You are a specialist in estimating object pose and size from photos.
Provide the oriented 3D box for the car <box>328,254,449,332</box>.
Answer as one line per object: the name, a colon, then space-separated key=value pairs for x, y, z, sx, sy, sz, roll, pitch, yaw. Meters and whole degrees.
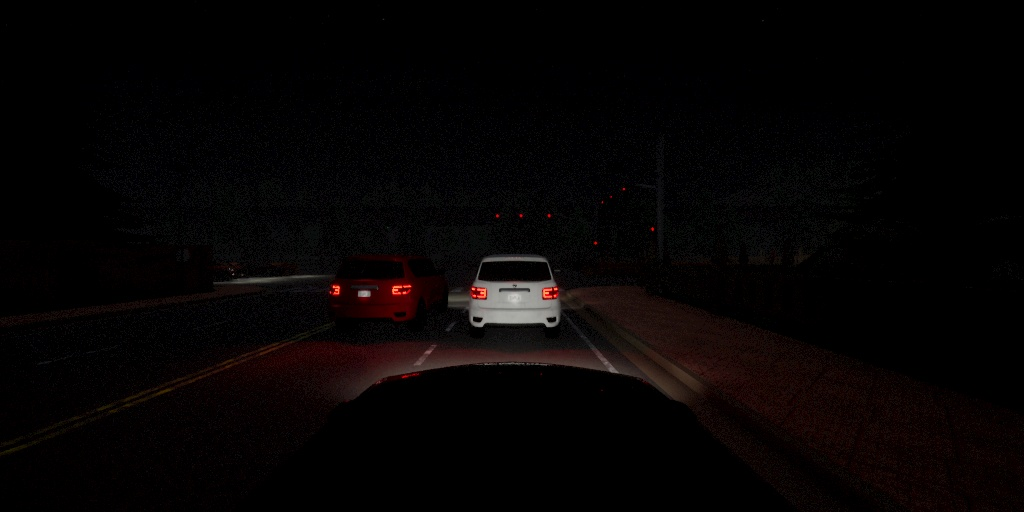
car: x=-3.420 y=0.971 z=11.003 sx=2.150 sy=2.045 sz=5.566 roll=0 pitch=0 yaw=0

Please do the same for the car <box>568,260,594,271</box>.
car: x=9.426 y=1.255 z=49.087 sx=4.892 sy=1.490 sz=1.837 roll=0 pitch=0 yaw=0

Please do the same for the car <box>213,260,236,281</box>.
car: x=-25.077 y=1.228 z=28.119 sx=5.008 sy=1.535 sz=1.882 roll=0 pitch=0 yaw=0

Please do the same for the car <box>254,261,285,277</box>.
car: x=-24.955 y=1.228 z=35.119 sx=5.008 sy=1.535 sz=1.882 roll=0 pitch=0 yaw=0

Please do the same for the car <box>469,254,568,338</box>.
car: x=0.079 y=0.971 z=10.322 sx=2.150 sy=2.045 sz=5.566 roll=0 pitch=0 yaw=1

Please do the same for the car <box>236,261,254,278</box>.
car: x=-26.017 y=1.102 z=31.628 sx=4.553 sy=1.767 sz=2.097 roll=0 pitch=0 yaw=0

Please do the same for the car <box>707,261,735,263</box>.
car: x=27.979 y=1.256 z=48.978 sx=4.892 sy=1.490 sz=1.837 roll=0 pitch=0 yaw=0
